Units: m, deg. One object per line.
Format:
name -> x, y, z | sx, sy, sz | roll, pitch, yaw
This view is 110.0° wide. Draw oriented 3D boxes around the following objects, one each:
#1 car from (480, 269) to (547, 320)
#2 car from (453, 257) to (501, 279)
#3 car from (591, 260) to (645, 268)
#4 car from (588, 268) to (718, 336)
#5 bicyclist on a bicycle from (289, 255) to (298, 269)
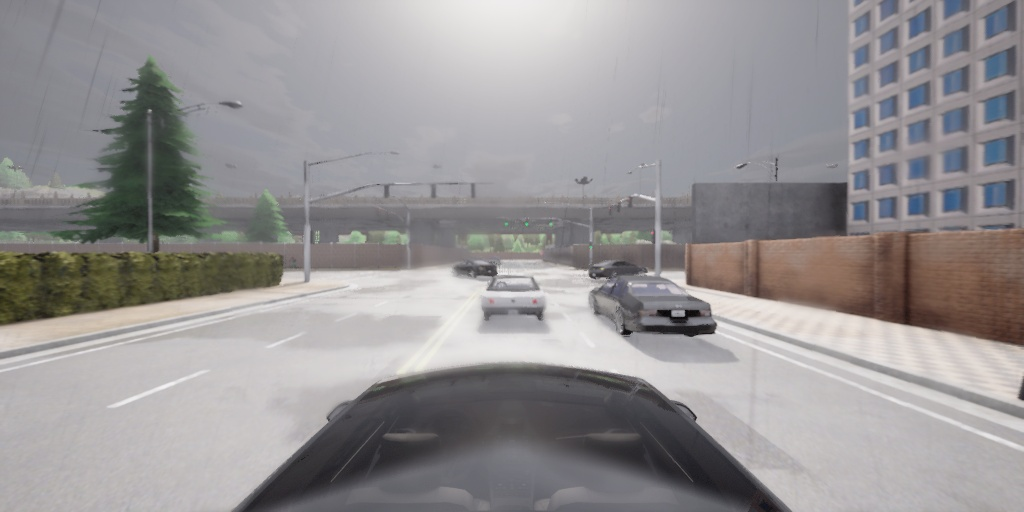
car -> 0.063, 1.286, 12.246 | 1.895, 1.301, 4.718 | 0, 0, 0
car -> -3.174, 1.032, 29.682 | 1.882, 1.535, 5.008 | 1, 0, -35
car -> 8.002, 1.063, 26.857 | 4.892, 1.490, 1.837 | -1, -2, -29
car -> 3.545, 1.246, 10.118 | 2.033, 1.411, 5.357 | 0, 0, 0
bicyclist on a bicycle -> -25.799, 0.748, 42.342 | 0.582, 1.620, 1.656 | 0, 1, 0
